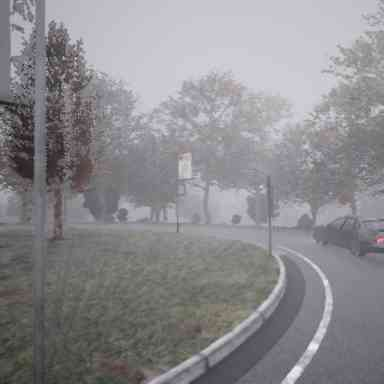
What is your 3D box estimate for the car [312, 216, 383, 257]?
[{"bbox_3d":[6.682,1.657,13.272,2.033,1.411,5.357,0,-1,-2],"label":"car"}]
